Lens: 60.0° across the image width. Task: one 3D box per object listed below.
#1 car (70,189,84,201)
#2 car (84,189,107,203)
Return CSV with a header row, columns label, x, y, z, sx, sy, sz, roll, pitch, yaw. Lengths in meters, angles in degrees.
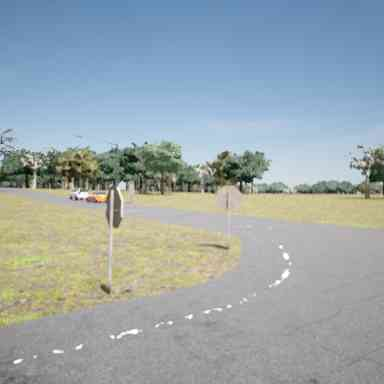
label,x,y,z,sx,sy,sz,roll,pitch,yaw
car,-19.613,0.418,58.028,2.150,2.045,5.566,2,0,-35
car,-14.287,0.729,50.497,2.097,1.767,4.553,2,0,-35
